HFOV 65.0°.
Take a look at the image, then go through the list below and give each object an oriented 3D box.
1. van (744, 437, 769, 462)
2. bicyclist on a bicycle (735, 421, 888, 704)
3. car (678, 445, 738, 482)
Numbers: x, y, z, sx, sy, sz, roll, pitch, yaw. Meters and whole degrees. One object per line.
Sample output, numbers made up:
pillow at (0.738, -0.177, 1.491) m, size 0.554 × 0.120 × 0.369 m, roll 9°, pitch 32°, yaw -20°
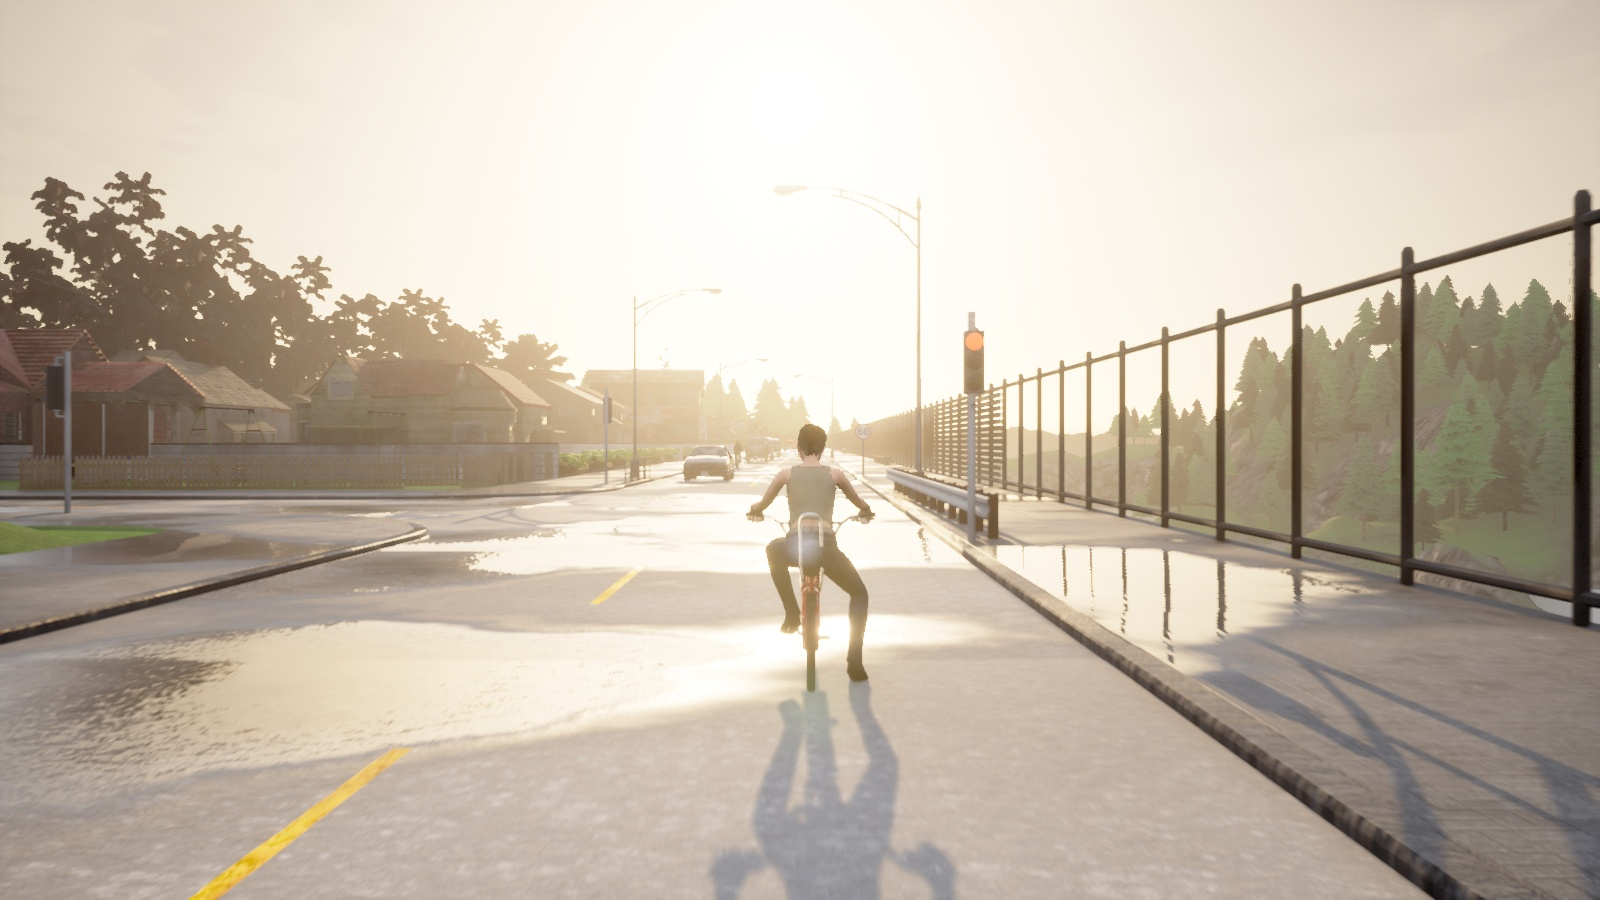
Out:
van at (-3.403, -0.052, 99.295) m, size 1.775 × 1.987 × 4.442 m, roll 0°, pitch 0°, yaw 0°
bicyclist on a bicycle at (0.068, 0.639, 7.908) m, size 0.866 × 1.612 × 1.509 m, roll 0°, pitch 0°, yaw 0°
car at (-3.679, 0.508, 51.210) m, size 2.033 × 1.411 × 5.357 m, roll 0°, pitch 0°, yaw 0°
